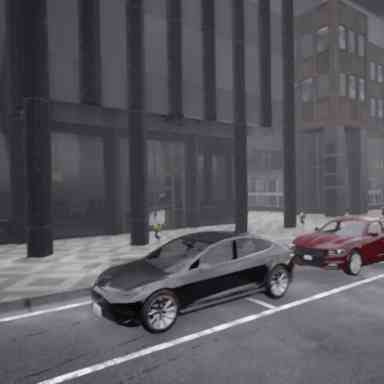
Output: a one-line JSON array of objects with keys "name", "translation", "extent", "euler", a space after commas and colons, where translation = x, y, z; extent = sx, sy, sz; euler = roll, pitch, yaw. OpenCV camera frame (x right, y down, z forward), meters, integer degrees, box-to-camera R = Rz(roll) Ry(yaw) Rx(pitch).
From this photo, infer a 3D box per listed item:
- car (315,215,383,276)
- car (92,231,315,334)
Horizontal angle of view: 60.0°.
[{"name": "car", "translation": [4.843, 1.417, 9.905], "extent": [4.507, 1.381, 1.887], "euler": [-1, 0, -35]}, {"name": "car", "translation": [0.238, 1.513, 6.675], "extent": [4.313, 1.339, 1.947], "euler": [-1, 0, -35]}]
